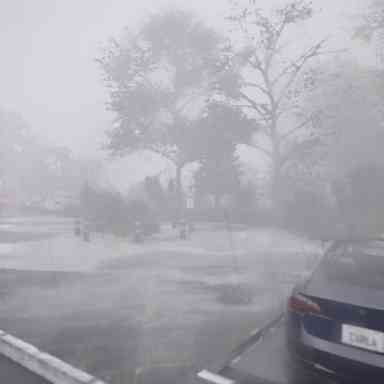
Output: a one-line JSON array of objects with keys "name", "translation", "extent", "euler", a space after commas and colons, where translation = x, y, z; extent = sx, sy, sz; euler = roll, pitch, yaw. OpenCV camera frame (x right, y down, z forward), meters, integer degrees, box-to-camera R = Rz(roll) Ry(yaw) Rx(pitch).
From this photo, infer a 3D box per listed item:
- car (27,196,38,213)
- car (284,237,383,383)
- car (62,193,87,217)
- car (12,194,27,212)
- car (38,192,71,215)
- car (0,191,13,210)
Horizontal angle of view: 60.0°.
[{"name": "car", "translation": [-12.992, 1.155, 32.340], "extent": [2.185, 1.767, 4.553], "euler": [1, 0, 36]}, {"name": "car", "translation": [2.976, 1.424, 5.038], "extent": [2.163, 1.488, 4.792], "euler": [1, 0, 36]}, {"name": "car", "translation": [-8.399, 1.216, 28.972], "extent": [2.185, 1.767, 4.553], "euler": [1, 0, 36]}, {"name": "car", "translation": [-15.256, 1.125, 33.962], "extent": [2.185, 1.767, 4.553], "euler": [1, 0, 36]}, {"name": "car", "translation": [-10.627, 1.060, 30.642], "extent": [2.435, 2.045, 5.566], "euler": [1, 0, 36]}, {"name": "car", "translation": [-19.718, 1.067, 37.083], "extent": [2.185, 1.767, 4.553], "euler": [1, 0, 36]}]
